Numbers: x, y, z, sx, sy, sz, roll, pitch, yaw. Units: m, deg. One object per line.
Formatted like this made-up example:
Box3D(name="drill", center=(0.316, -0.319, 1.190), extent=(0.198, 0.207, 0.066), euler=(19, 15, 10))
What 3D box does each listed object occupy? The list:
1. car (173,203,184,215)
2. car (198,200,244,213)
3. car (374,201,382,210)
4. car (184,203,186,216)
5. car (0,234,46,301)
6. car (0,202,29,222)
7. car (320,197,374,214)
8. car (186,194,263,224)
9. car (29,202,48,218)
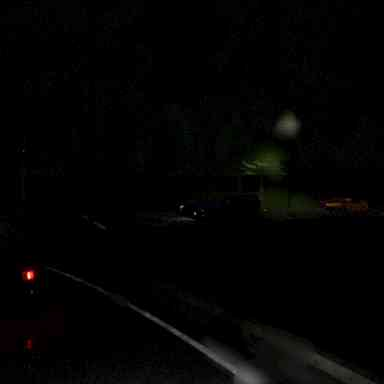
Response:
Box3D(name="car", center=(0.479, 1.326, 31.733), extent=(4.553, 1.767, 2.097), euler=(0, 0, -25))
Box3D(name="car", center=(3.232, 1.569, 36.847), extent=(4.718, 1.301, 1.895), euler=(0, 0, -25))
Box3D(name="car", center=(21.179, 1.564, 41.199), extent=(4.718, 1.301, 1.895), euler=(0, 0, -24))
Box3D(name="car", center=(1.864, 1.540, 28.520), extent=(4.181, 1.385, 1.994), euler=(0, 0, -25))
Box3D(name="car", center=(-5.058, 1.595, 7.454), extent=(1.895, 1.301, 4.718), euler=(0, 0, -43))
Box3D(name="car", center=(-14.725, 1.545, 24.773), extent=(4.181, 1.385, 1.994), euler=(0, 0, -25))
Box3D(name="car", center=(16.361, 1.446, 35.156), extent=(5.008, 1.535, 1.882), euler=(0, 0, -25))
Box3D(name="car", center=(2.736, 1.200, 25.065), extent=(5.566, 2.045, 2.150), euler=(0, 0, -25))
Box3D(name="car", center=(-14.657, 1.542, 28.653), extent=(4.181, 1.385, 1.994), euler=(0, 0, -25))
